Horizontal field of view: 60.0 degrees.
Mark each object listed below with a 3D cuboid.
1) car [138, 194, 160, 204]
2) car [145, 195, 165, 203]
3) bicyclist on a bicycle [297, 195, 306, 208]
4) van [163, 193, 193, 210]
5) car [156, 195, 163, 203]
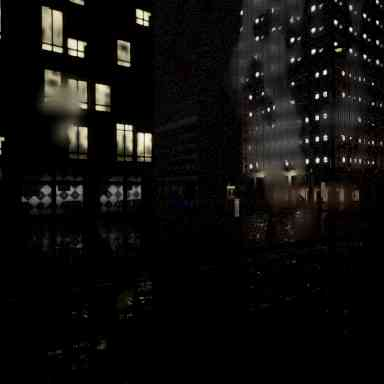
[{"bbox_3d":[-7.820,1.203,59.853,1.882,1.535,5.008,-1,1,-34],"label":"car"},{"bbox_3d":[-6.997,1.237,63.266,1.887,1.381,4.507,0,0,-34],"label":"car"},{"bbox_3d":[12.902,1.117,39.178,1.656,1.620,0.582,-1,1,-34],"label":"bicyclist on a bicycle"},{"bbox_3d":[-1.488,1.210,40.226,1.690,1.788,3.998,0,0,-34],"label":"van"},{"bbox_3d":[-3.887,1.035,58.682,2.192,1.841,5.009,0,0,-34],"label":"car"}]
